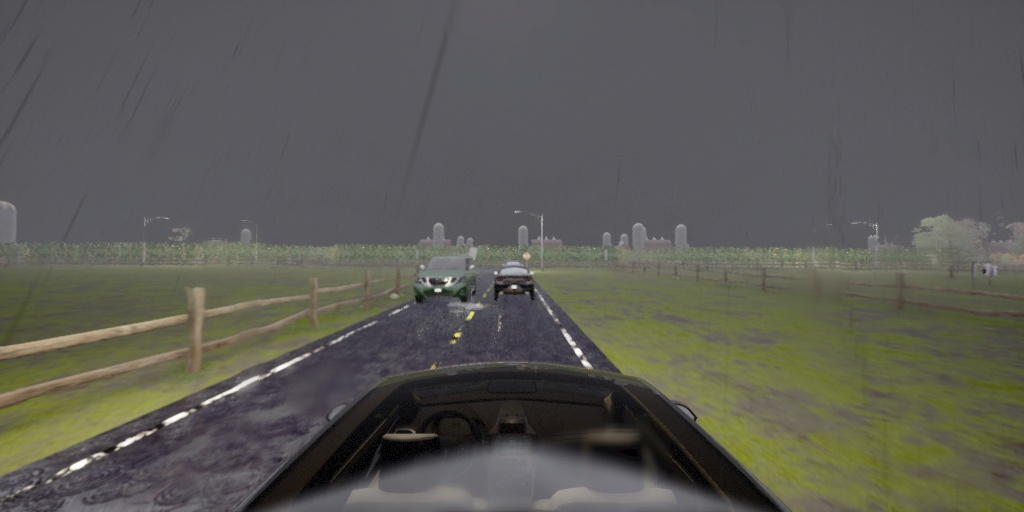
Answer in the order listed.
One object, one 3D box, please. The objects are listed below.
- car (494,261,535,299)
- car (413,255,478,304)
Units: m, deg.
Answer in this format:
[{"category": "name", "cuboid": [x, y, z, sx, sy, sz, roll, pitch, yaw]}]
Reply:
[{"category": "car", "cuboid": [0.100, 1.211, 18.112, 1.882, 1.535, 5.008, 0, 0, 0]}, {"category": "car", "cuboid": [-2.849, 0.957, 16.570, 2.150, 2.045, 5.566, 0, 0, 0]}]
